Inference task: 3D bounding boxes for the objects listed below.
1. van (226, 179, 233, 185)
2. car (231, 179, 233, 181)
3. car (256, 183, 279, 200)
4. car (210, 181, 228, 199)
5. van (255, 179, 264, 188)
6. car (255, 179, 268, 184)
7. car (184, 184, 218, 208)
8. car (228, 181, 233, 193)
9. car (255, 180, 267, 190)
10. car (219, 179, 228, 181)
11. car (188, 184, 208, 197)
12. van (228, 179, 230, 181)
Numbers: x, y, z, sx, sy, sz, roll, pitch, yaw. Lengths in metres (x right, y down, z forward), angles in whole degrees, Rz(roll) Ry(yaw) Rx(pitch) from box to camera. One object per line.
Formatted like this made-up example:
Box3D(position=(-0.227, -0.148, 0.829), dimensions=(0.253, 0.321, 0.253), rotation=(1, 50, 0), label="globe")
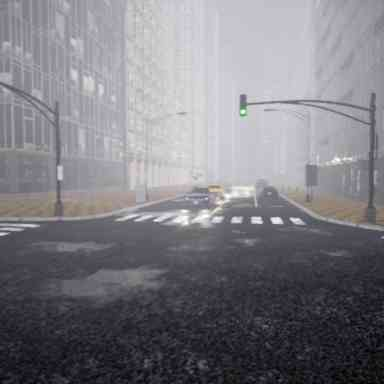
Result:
Box3D(position=(10.615, -2.895, 94.193), dimensions=(1.690, 1.788, 3.998), rotation=(0, 3, 10), label="van")
Box3D(position=(9.631, -2.675, 88.758), dimensions=(2.192, 1.841, 5.009), rotation=(0, 3, 10), label="car")
Box3D(position=(7.599, 0.058, 33.021), dimensions=(1.947, 1.339, 4.313), rotation=(0, 3, 10), label="car")
Box3D(position=(2.457, -0.109, 35.278), dimensions=(1.882, 1.535, 5.008), rotation=(0, 3, 10), label="car")
Box3D(position=(14.435, -1.879, 71.056), dimensions=(1.690, 1.788, 3.998), rotation=(0, 3, 10), label="van")
Box3D(position=(11.484, -1.168, 54.753), dimensions=(2.192, 1.841, 5.009), rotation=(0, 3, 10), label="car")
Box3D(position=(0.678, 0.376, 25.466), dimensions=(1.812, 1.442, 4.674), rotation=(0, 3, 10), label="car")
Box3D(position=(4.738, -0.546, 47.791), dimensions=(1.895, 1.301, 4.718), rotation=(0, 3, 11), label="car")
Box3D(position=(12.468, -1.288, 60.193), dimensions=(1.967, 1.590, 4.097), rotation=(0, 3, 10), label="car")
Box3D(position=(5.697, -1.566, 67.029), dimensions=(1.967, 1.590, 4.097), rotation=(0, 3, 10), label="car")
Box3D(position=(0.779, -0.200, 39.866), dimensions=(1.802, 1.307, 4.206), rotation=(0, 3, 10), label="car")
Box3D(position=(6.681, -1.911, 72.459), dimensions=(1.690, 1.788, 3.998), rotation=(0, 3, 10), label="van")
